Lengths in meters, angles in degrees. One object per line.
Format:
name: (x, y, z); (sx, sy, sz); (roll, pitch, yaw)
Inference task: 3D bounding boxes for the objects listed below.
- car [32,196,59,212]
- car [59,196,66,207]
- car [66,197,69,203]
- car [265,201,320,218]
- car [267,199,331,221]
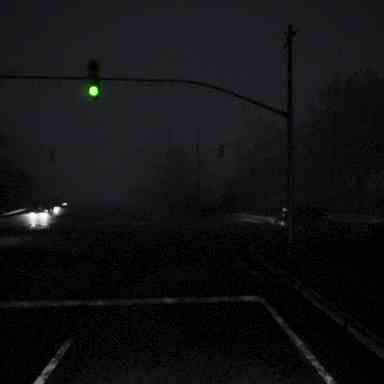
car: (-16.942, 1.437, 38.010); (2.128, 1.511, 4.902); (0, 0, -15)
car: (-20.107, 1.392, 48.701); (2.128, 1.511, 4.902); (0, 1, -17)
car: (-24.440, 1.444, 62.896); (1.994, 1.385, 4.181); (0, 0, -17)
car: (9.355, 1.586, 31.071); (4.674, 1.442, 1.812); (1, 0, -14)
car: (8.975, 1.404, 27.366); (4.553, 1.767, 2.097); (1, 0, -14)
